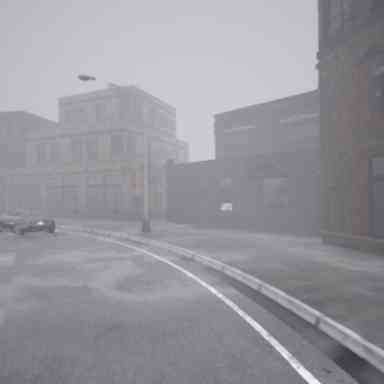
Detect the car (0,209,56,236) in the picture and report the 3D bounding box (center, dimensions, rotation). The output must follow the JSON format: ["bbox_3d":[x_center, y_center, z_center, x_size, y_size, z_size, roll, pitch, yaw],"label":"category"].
[{"bbox_3d":[-9.536,1.633,18.880,4.181,1.385,1.994,-1,-1,40],"label":"car"}]
